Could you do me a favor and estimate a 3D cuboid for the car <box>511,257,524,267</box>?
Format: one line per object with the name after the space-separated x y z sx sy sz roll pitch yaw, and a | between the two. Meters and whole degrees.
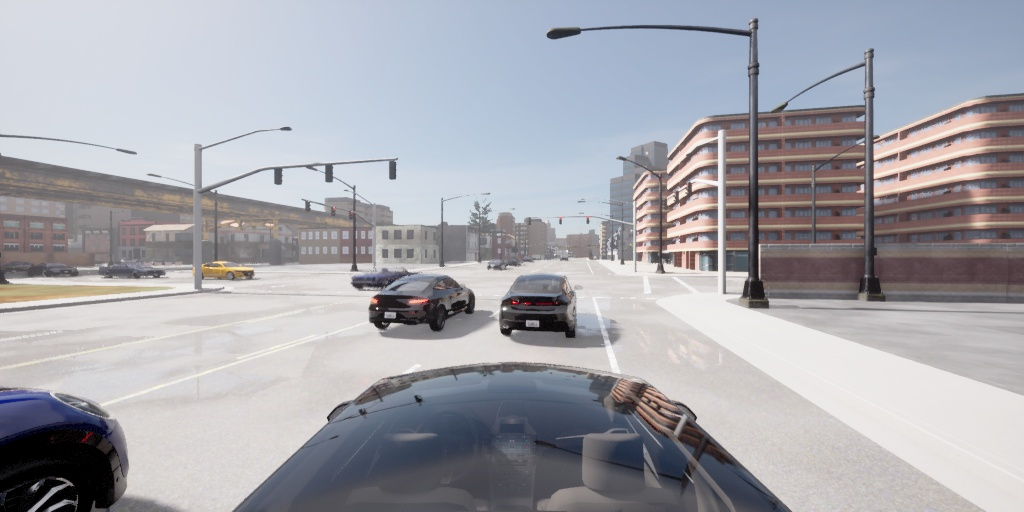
0.249 0.918 59.668 1.882 1.535 5.008 0 2 11 | car

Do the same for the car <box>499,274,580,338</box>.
0.914 1.255 10.335 1.837 1.490 4.892 0 0 11 | car

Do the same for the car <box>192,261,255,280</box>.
-24.580 1.228 30.627 5.008 1.535 1.882 0 0 10 | car

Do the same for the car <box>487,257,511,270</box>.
-2.002 1.106 48.114 2.128 1.511 4.902 0 1 11 | car

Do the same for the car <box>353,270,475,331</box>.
-2.531 1.276 10.977 1.812 1.442 4.674 0 0 11 | car

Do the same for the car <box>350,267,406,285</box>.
-7.678 1.338 21.932 1.895 1.301 4.718 0 0 12 | car

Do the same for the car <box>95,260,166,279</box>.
-34.237 1.297 32.266 5.357 1.411 2.033 0 0 9 | car

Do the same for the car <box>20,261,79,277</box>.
-43.955 1.314 34.306 4.181 1.385 1.994 0 0 15 | car

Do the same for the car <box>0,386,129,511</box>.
-4.029 1.102 0.798 2.097 1.767 4.553 0 0 4 | car
